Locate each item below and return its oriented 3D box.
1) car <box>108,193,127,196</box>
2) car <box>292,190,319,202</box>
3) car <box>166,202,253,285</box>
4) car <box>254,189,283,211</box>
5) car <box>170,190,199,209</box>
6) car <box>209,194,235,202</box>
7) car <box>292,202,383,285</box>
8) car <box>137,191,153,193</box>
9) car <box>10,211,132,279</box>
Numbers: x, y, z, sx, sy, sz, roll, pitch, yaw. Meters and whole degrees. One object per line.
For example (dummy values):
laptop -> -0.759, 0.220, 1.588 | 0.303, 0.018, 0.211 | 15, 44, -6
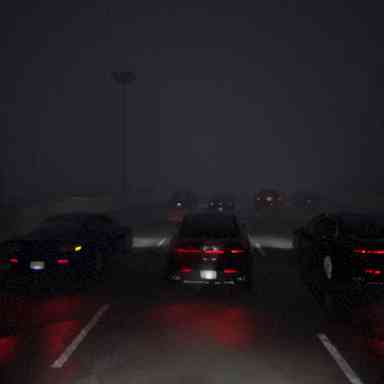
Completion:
car -> -10.695, -0.008, 49.254 | 1.882, 1.535, 5.008 | 0, 2, 15
car -> 10.312, 0.565, 30.431 | 1.882, 1.535, 5.008 | 0, 2, 11
car -> 0.490, 1.240, 8.702 | 1.837, 1.490, 4.892 | 0, 2, 4
car -> 6.221, 0.529, 27.367 | 2.097, 1.767, 4.553 | 0, 2, 10
car -> -0.624, 0.635, 28.907 | 1.837, 1.490, 4.892 | 0, 2, 10
car -> 2.397, 0.824, 25.804 | 1.895, 1.301, 4.718 | 0, 2, 9
car -> 3.993, 1.244, 8.614 | 1.837, 1.490, 4.892 | 0, 2, 4
car -> -6.846, 0.017, 50.070 | 1.812, 1.442, 4.674 | 0, 2, 16
car -> -2.991, 1.247, 9.085 | 1.812, 1.442, 4.674 | 0, 2, 4
